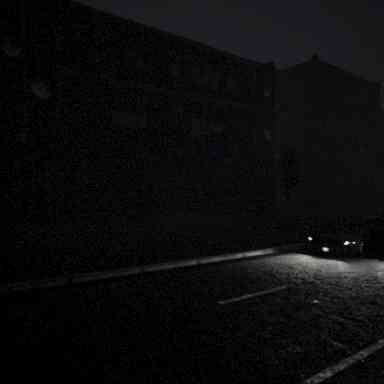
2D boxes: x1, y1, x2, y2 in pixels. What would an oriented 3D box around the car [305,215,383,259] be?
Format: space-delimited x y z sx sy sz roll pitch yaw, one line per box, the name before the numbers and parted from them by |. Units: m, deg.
car | 6.826 1.647 13.277 5.357 1.411 2.033 1 0 -37
